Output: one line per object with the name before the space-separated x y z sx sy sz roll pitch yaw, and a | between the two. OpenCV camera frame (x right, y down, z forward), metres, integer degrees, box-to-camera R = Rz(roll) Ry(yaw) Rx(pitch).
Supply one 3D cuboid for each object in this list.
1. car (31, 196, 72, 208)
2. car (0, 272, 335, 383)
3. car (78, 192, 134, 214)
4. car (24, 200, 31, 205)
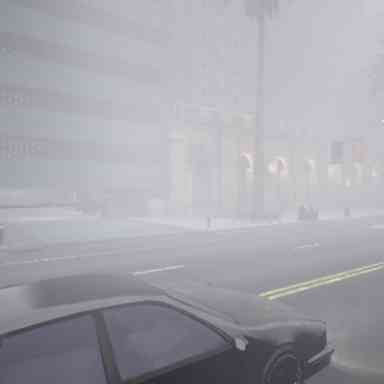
car | -19.758 1.535 47.330 4.718 1.301 1.895 0 0 -36
car | -0.934 1.552 3.104 5.357 1.411 2.033 0 0 -36
car | -8.307 1.070 32.779 5.566 2.045 2.435 0 0 -36
car | -26.177 1.504 57.002 4.786 1.482 2.161 0 0 -36
